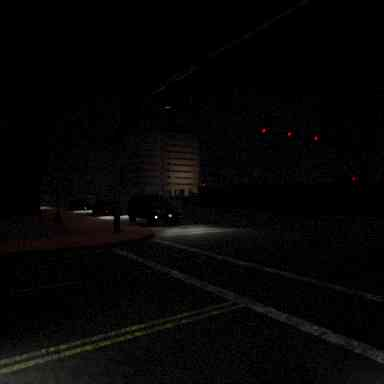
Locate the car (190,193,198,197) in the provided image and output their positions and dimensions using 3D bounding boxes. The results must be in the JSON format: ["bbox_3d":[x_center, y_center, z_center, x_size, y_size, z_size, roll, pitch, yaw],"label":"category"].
[{"bbox_3d":[1.127,1.156,65.232,3.866,1.878,1.905,0,0,-34],"label":"car"}]

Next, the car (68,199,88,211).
[{"bbox_3d":[-14.255,1.547,42.122,2.033,1.411,5.357,0,0,-34],"label":"car"}]

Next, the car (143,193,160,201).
[{"bbox_3d":[-9.918,1.156,81.452,3.866,1.878,1.905,0,0,-34],"label":"car"}]

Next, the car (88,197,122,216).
[{"bbox_3d":[-8.561,1.505,33.238,1.837,1.490,4.892,0,0,-32],"label":"car"}]

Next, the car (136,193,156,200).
[{"bbox_3d":[-11.498,1.153,83.878,4.605,1.855,1.932,0,0,-34],"label":"car"}]

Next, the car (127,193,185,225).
[{"bbox_3d":[-2.943,1.222,24.478,2.150,2.045,5.566,0,0,-33],"label":"car"}]
